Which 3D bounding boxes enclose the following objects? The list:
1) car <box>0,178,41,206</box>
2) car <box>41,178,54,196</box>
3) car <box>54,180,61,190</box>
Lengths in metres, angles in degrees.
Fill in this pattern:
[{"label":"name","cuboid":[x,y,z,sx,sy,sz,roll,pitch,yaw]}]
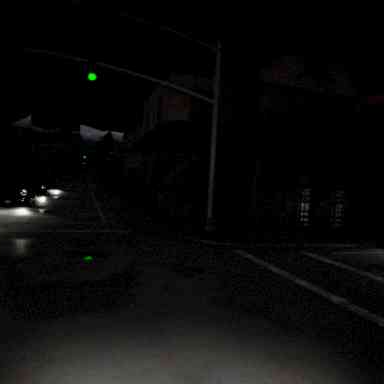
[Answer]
[{"label":"car","cuboid":[-11.821,-0.090,22.316,2.097,1.767,4.553,3,2,-18]},{"label":"car","cuboid":[-15.012,-0.582,32.244,2.097,1.767,4.553,3,2,-18]},{"label":"car","cuboid":[-19.849,-1.030,47.498,1.895,1.301,4.718,3,2,-18]}]
